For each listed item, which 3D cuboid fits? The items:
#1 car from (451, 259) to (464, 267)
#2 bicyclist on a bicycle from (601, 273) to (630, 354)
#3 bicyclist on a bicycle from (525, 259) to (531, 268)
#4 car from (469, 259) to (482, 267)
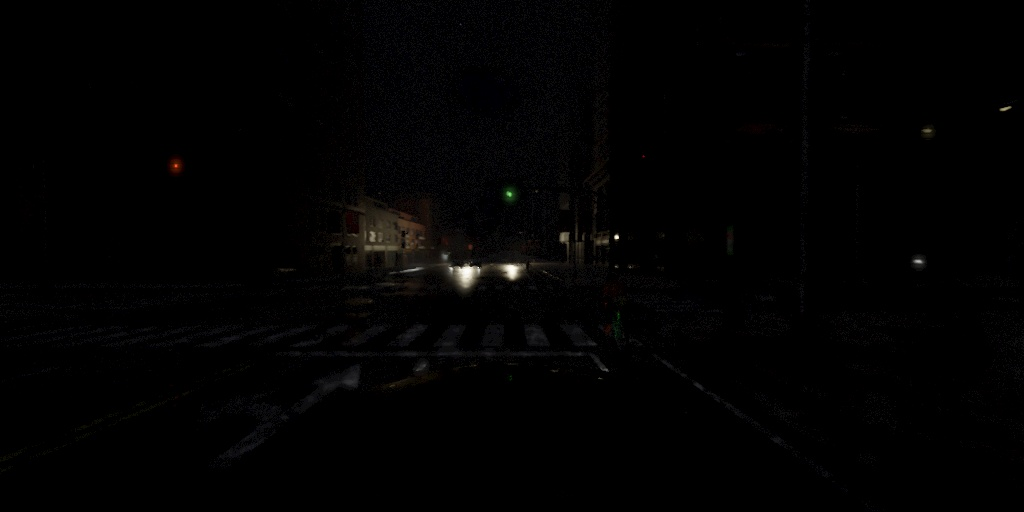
[{"bbox_3d":[-9.748,1.301,64.730,1.812,1.442,4.674,0,0,0],"label":"car"},{"bbox_3d":[2.250,1.203,7.803,0.582,1.620,1.656,0,0,0],"label":"bicyclist on a bicycle"},{"bbox_3d":[2.272,1.210,51.174,0.866,1.612,1.509,0,0,0],"label":"bicyclist on a bicycle"},{"bbox_3d":[-6.498,1.301,64.730,1.812,1.442,4.674,0,0,0],"label":"car"}]
